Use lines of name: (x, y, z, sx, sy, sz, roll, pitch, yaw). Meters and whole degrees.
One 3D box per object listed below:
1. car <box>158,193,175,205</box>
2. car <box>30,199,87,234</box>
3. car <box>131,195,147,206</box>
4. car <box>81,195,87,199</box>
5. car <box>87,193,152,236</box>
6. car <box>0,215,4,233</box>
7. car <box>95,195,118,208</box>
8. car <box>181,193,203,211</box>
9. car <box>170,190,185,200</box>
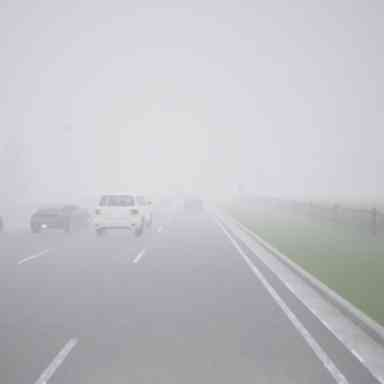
car: (-3.821, 1.133, 46.912, 1.895, 1.301, 4.718, 0, 1, -6)
car: (-6.897, 1.325, 17.927, 1.837, 1.490, 4.892, 0, 0, 0)
car: (-7.283, 1.144, 45.824, 1.895, 1.301, 4.718, 0, 1, -5)
car: (-14.535, 1.095, 47.094, 1.994, 1.385, 4.181, 0, 1, -7)
car: (-3.397, 1.047, 17.300, 2.150, 2.045, 5.566, 0, 0, 0)
car: (-10.397, 1.342, 14.861, 2.128, 1.511, 4.902, 0, 1, 0)
car: (-10.568, 1.112, 41.470, 1.812, 1.442, 4.674, 0, 1, -3)
car: (0.088, 1.129, 34.981, 1.882, 1.535, 5.008, 0, 0, -1)
car: (-2.767, 0.603, 61.938, 2.150, 2.045, 5.566, 0, 0, -16)
